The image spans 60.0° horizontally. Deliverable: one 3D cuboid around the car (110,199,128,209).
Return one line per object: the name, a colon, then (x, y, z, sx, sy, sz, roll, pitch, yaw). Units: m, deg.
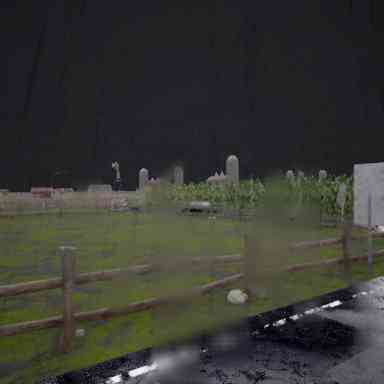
car: (-11.579, 1.895, 53.470, 2.128, 1.511, 4.902, -1, 0, -35)

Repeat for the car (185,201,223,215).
car: (1.176, 1.689, 35.322, 1.882, 1.535, 5.008, -1, 0, -35)
